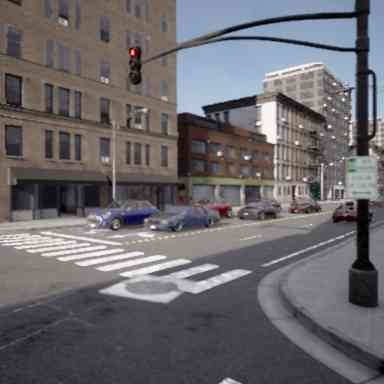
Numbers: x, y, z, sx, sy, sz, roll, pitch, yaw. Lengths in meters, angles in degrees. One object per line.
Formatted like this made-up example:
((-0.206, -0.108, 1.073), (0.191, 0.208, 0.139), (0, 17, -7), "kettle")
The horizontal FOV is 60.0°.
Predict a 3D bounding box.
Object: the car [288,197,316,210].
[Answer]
((14.297, 1.412, 43.093), (1.882, 1.535, 5.008), (0, 0, 39), "car")

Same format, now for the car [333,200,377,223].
((11.714, 1.483, 24.099), (1.994, 1.385, 4.181), (0, 0, 39), "car")

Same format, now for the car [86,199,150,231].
((-4.137, 1.281, 20.291), (2.097, 1.767, 4.553), (0, 0, 39), "car")

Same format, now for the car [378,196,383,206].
((31.800, 1.432, 54.194), (1.837, 1.490, 4.892), (0, 0, 39), "car")

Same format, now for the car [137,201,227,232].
((-0.414, 1.473, 19.731), (2.033, 1.411, 5.357), (0, 0, 39), "car")

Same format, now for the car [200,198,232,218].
((1.362, 1.285, 27.105), (2.097, 1.767, 4.553), (0, 0, 39), "car")

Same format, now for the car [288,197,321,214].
((12.019, 1.477, 35.143), (2.033, 1.411, 5.357), (0, 0, 39), "car")

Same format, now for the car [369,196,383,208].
((25.717, 1.451, 46.652), (1.812, 1.442, 4.674), (0, 0, 39), "car")

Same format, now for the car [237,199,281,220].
((5.360, 1.493, 26.892), (1.994, 1.385, 4.181), (0, 0, 39), "car")
